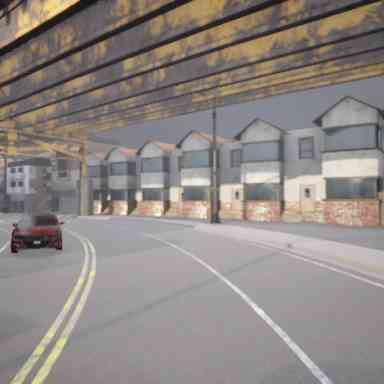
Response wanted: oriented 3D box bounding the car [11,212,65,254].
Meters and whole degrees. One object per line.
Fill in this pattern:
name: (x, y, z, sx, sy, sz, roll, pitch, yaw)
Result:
car: (-6.808, 1.698, 14.884, 1.882, 1.535, 5.008, 0, -1, -23)
